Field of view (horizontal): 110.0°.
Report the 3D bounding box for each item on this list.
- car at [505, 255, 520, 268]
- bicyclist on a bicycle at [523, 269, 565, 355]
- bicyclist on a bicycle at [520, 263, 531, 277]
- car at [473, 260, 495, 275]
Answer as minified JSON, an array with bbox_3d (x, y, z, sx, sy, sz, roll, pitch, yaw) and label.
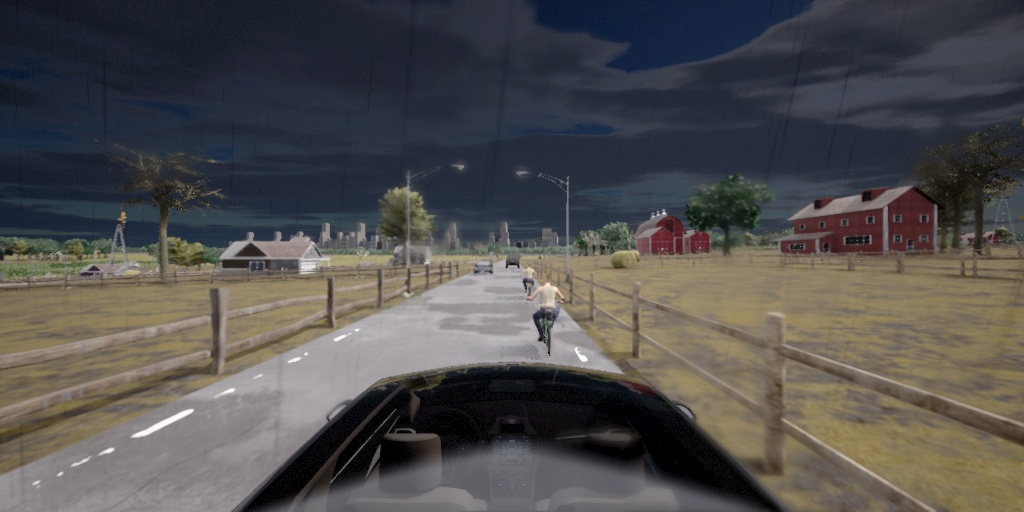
[{"bbox_3d":[0.102,0.873,58.382,2.150,2.045,5.566,0,0,0],"label":"car"},{"bbox_3d":[0.736,1.164,7.603,0.866,1.612,1.509,0,0,0],"label":"bicyclist on a bicycle"},{"bbox_3d":[0.780,1.133,16.543,0.866,1.612,1.509,0,0,0],"label":"bicyclist on a bicycle"},{"bbox_3d":[-2.846,1.180,36.658,1.812,1.442,4.674,0,0,0],"label":"car"}]
